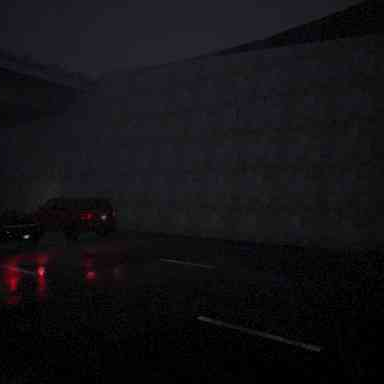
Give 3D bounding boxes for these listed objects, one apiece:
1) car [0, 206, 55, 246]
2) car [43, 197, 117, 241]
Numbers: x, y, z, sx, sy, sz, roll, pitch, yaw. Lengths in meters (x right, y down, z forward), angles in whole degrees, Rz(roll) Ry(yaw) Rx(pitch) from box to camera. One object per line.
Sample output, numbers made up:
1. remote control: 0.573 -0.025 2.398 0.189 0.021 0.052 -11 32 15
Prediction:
1. car: -8.269 1.492 14.066 4.902 1.511 2.128 0 0 35
2. car: -6.261 1.255 16.933 5.566 2.045 2.150 0 0 35
